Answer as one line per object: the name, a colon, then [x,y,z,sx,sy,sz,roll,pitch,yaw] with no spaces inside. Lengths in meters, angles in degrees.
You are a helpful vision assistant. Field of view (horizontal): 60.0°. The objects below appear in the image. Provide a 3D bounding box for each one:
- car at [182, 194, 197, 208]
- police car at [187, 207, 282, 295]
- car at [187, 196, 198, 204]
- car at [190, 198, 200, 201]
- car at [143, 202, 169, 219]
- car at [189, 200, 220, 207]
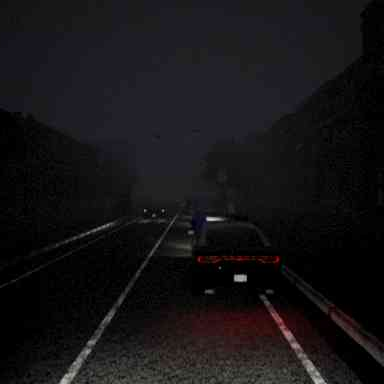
car: [0.099,1.414,45.992,2.128,1.511,4.902,0,0,0]
police car: [0.917,1.420,8.844,1.930,1.638,5.238,0,0,0]
car: [0.110,1.409,59.604,1.895,1.301,4.718,0,1,0]
car: [0.946,1.463,24.735,1.882,1.535,5.008,0,0,0]
car: [-3.047,1.582,28.846,1.895,1.301,4.718,0,0,0]
car: [0.935,1.466,18.734,1.882,1.535,5.008,0,0,0]
